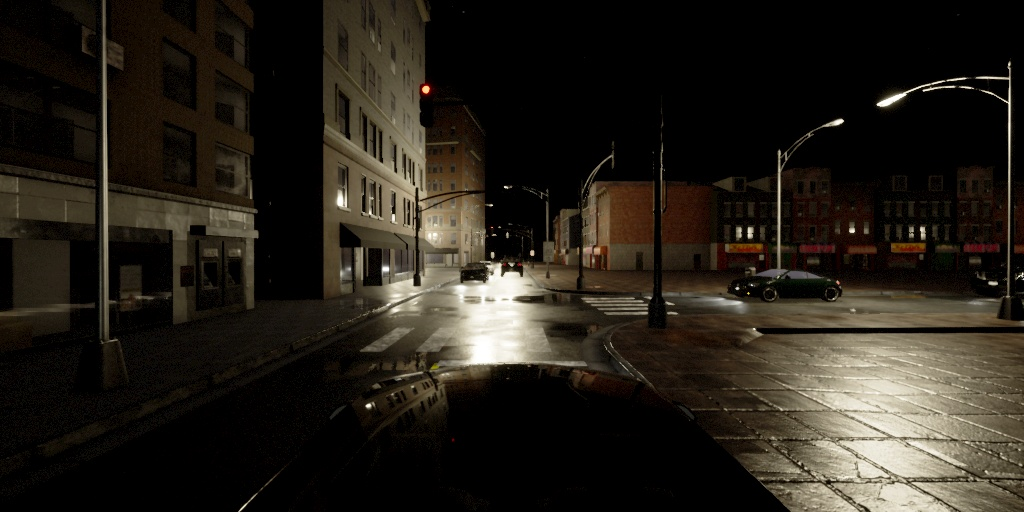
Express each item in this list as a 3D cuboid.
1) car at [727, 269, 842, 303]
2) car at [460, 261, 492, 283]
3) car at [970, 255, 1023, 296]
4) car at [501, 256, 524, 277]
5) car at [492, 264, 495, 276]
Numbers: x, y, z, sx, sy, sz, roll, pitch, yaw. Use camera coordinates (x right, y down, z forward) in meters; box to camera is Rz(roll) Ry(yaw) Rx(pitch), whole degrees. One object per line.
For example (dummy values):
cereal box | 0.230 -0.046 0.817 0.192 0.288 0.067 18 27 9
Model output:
car | 12.039 1.261 15.999 4.181 1.385 1.994 0 0 0
car | -2.843 1.230 27.912 1.882 1.535 5.008 0 0 0
car | 24.293 0.875 16.068 5.566 2.045 2.150 0 0 0
car | 0.023 0.975 36.377 2.150 2.045 5.566 0 0 1
car | -2.859 1.281 38.061 1.812 1.442 4.674 0 0 0
